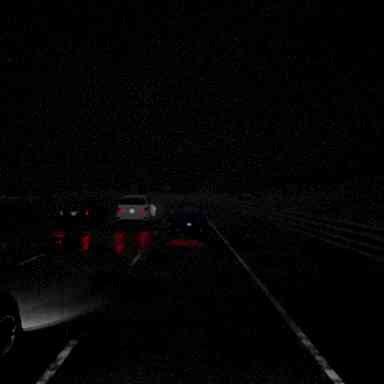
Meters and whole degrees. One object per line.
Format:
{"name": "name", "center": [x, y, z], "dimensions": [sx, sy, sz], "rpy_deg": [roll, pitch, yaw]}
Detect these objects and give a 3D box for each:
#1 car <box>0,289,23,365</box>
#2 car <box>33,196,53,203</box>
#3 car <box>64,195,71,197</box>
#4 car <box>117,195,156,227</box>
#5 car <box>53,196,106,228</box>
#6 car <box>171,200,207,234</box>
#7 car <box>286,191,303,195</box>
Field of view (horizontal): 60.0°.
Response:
{"name": "car", "center": [-3.440, 1.569, 3.144], "dimensions": [1.994, 1.385, 4.181], "rpy_deg": [0, 0, 0]}
{"name": "car", "center": [-25.601, 1.482, 57.437], "dimensions": [1.882, 1.535, 5.008], "rpy_deg": [0, 0, -1]}
{"name": "car", "center": [-22.138, 1.355, 59.714], "dimensions": [2.097, 1.767, 4.553], "rpy_deg": [0, 0, -1]}
{"name": "car", "center": [-3.788, 1.237, 23.307], "dimensions": [2.150, 2.045, 5.566], "rpy_deg": [0, 0, -2]}
{"name": "car", "center": [-7.260, 1.368, 22.409], "dimensions": [2.097, 1.767, 4.553], "rpy_deg": [0, 0, -1]}
{"name": "car", "center": [-0.200, 1.492, 19.412], "dimensions": [1.882, 1.535, 5.008], "rpy_deg": [0, 0, -1]}
{"name": "car", "center": [21.874, 0.300, 71.228], "dimensions": [1.812, 1.442, 4.674], "rpy_deg": [0, -4, -15]}
